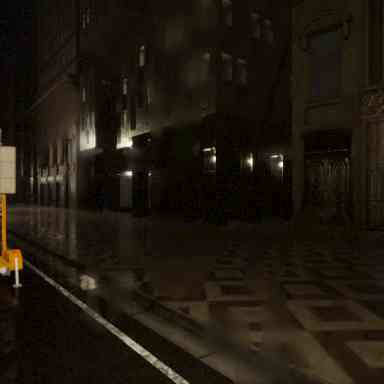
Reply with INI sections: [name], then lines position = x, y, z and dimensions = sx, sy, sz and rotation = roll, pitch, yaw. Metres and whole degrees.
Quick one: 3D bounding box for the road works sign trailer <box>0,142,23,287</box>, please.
[road works sign trailer]
position = -5.799, 0.471, 8.418
dimensions = 2.380, 3.560, 2.880
rotation = 0, 0, -38
